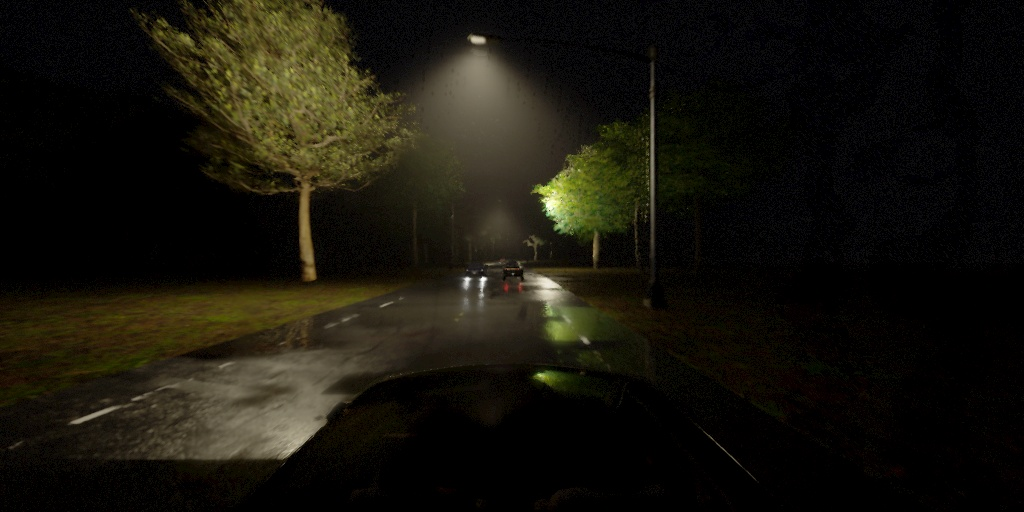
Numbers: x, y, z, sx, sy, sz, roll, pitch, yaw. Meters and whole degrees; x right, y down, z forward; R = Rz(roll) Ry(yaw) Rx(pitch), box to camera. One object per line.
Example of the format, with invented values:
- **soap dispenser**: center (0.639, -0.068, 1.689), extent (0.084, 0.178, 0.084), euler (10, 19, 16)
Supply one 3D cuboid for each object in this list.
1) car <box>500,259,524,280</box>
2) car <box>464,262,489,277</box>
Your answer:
- **car**: center (0.095, 1.316, 32.491), extent (2.128, 1.511, 4.902), euler (0, 0, 0)
- **car**: center (-3.579, 1.366, 36.549), extent (1.812, 1.442, 4.674), euler (0, 0, 0)
